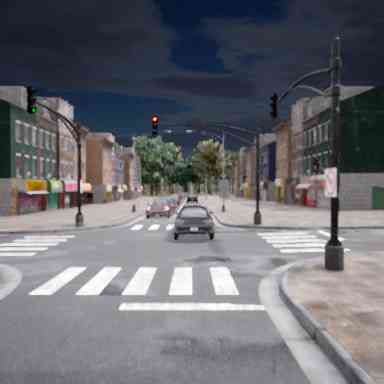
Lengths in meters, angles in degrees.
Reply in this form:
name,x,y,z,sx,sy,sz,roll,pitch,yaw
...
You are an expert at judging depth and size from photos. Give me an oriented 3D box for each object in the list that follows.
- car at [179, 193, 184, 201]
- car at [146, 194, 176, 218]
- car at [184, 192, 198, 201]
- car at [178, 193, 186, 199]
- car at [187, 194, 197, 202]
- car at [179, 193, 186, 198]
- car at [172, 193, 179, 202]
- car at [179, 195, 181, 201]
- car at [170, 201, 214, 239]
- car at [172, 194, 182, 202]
name,x,y,z,sx,sy,sz,roll,pitch,yaw
car,-2.645,1.237,49.096,1.887,1.381,4.507,-1,0,0
car,-2.646,1.258,27.357,1.967,1.590,4.097,-1,0,0
car,0.053,1.121,58.120,1.882,1.535,5.008,0,0,0
car,-2.645,1.061,87.139,1.947,1.339,4.313,-1,0,0
car,0.002,1.155,67.945,2.033,1.411,5.357,0,0,0
car,-2.644,1.052,92.574,1.802,1.307,4.206,-1,0,0
car,-2.646,1.225,32.791,1.967,1.590,4.097,-1,0,0
car,-2.645,1.319,38.227,1.947,1.339,4.313,-1,0,0
car,0.087,1.409,16.514,1.812,1.442,4.674,0,1,0
car,-3.019,1.101,66.975,1.837,1.490,4.892,0,0,0
